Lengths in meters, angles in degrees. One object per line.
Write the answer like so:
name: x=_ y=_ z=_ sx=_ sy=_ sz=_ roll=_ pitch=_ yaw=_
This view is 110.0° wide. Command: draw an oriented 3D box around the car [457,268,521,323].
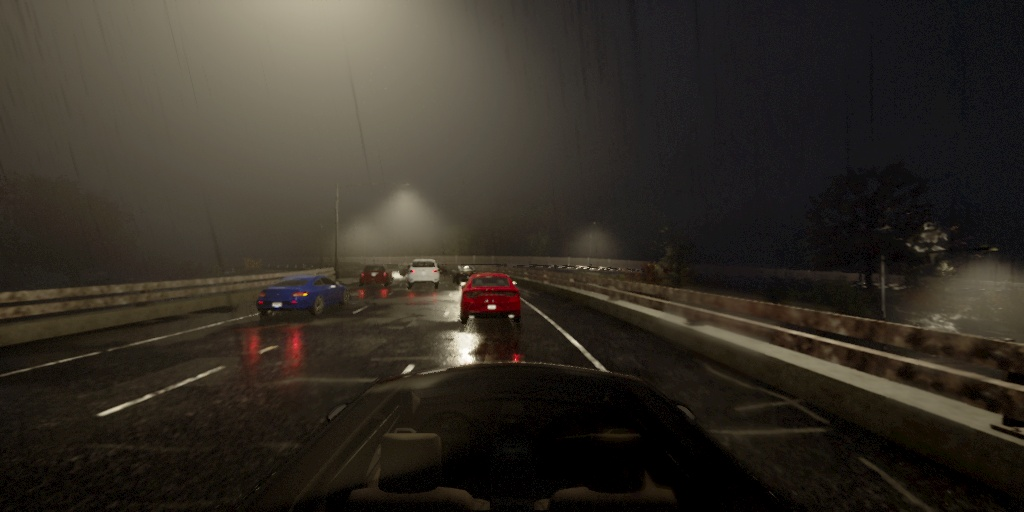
car: x=-0.826 y=1.361 z=12.907 sx=1.882 sy=1.535 sz=5.008 roll=0 pitch=-1 yaw=-5

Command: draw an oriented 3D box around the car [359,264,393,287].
car: x=-10.802 y=1.452 z=28.731 sx=2.097 sy=1.767 sz=4.553 roll=0 pitch=-1 yaw=-14

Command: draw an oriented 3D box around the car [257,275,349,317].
car: x=-7.974 y=1.445 z=14.038 sx=1.812 sy=1.442 sz=4.674 roll=0 pitch=-1 yaw=-7

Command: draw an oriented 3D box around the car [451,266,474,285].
car: x=-4.052 y=1.591 z=30.625 sx=2.128 sy=1.511 sz=4.902 roll=0 pitch=-1 yaw=-15

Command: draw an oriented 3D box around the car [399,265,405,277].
car: x=-13.260 y=1.813 z=45.961 sx=1.837 sy=1.490 sz=4.892 roll=0 pitch=-1 yaw=-24

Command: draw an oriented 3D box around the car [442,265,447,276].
car: x=-9.933 y=1.790 z=47.113 sx=1.882 sy=1.535 sz=5.008 roll=0 pitch=-1 yaw=-24

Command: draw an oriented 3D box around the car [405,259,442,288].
car: x=-6.767 y=1.291 z=27.452 sx=2.150 sy=2.045 sz=5.566 roll=0 pitch=-1 yaw=-14
